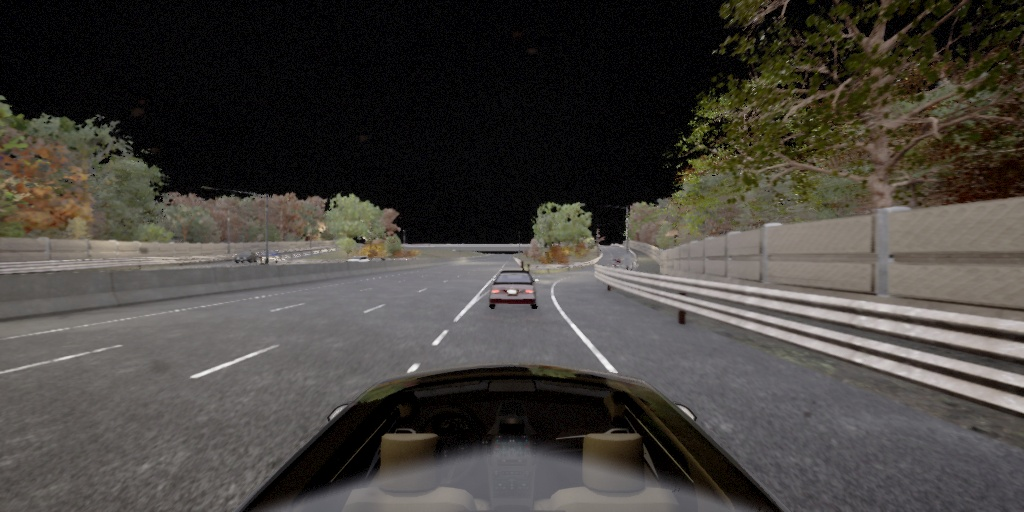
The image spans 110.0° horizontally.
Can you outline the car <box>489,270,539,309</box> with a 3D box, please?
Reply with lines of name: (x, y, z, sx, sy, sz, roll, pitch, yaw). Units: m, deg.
car: (0.139, 1.302, 15.083, 2.033, 1.411, 5.357, 0, 0, 3)
